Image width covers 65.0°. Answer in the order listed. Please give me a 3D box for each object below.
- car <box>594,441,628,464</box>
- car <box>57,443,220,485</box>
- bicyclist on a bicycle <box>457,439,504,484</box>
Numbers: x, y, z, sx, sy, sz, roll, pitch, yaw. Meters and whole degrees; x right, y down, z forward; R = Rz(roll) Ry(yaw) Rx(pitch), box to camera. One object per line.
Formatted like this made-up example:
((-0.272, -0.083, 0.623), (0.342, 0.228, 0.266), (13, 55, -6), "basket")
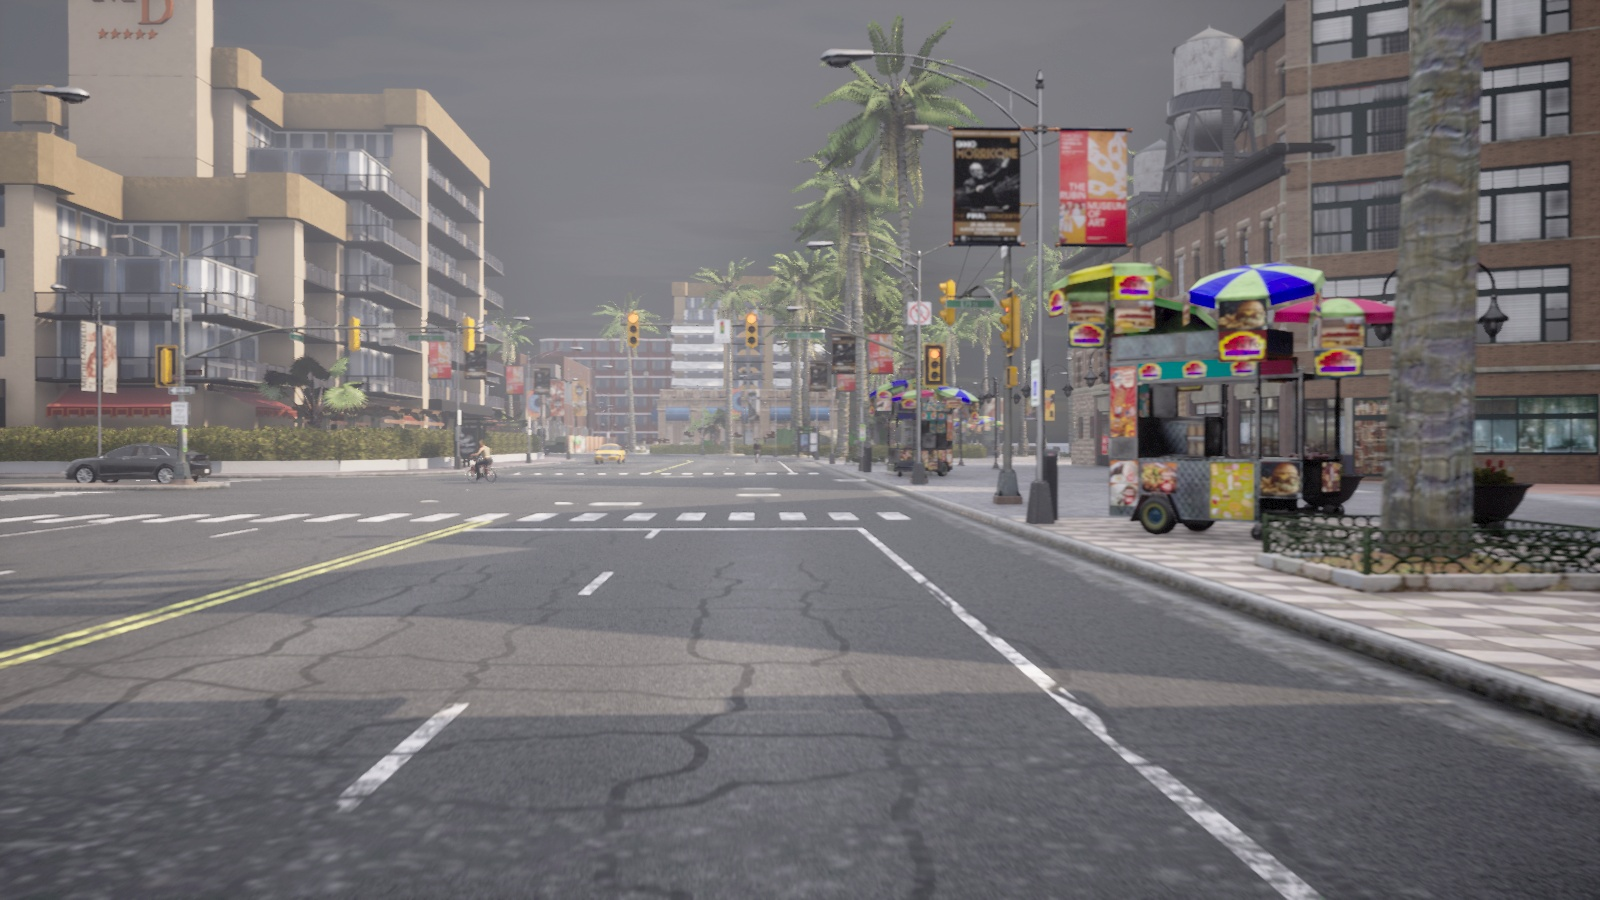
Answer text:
((-13.452, 0.176, 89.720), (1.801, 1.575, 5.366), (0, 0, -2), "car")
((-23.867, 0.488, 45.416), (4.892, 1.490, 1.837), (0, 0, -1), "car")
((-11.887, 0.416, 46.756), (1.509, 1.612, 0.866), (0, 2, 31), "bicyclist on a bicycle")
